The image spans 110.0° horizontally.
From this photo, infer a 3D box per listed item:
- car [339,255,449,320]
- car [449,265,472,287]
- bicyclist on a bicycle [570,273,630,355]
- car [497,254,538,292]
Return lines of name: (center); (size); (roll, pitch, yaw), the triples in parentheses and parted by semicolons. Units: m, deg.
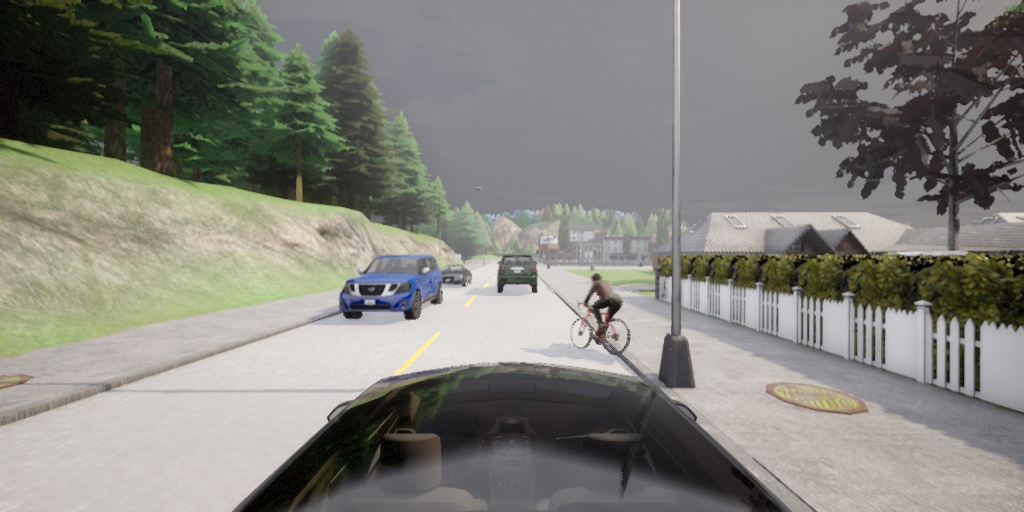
car: (-3.975, 0.961, 12.878); (2.150, 2.045, 5.566); (0, 0, 1)
car: (-3.823, 1.288, 23.782); (1.994, 1.385, 4.181); (0, 0, 2)
bicyclist on a bicycle: (1.786, 1.152, 7.372); (0.582, 1.620, 1.656); (15, -14, -30)
car: (0.316, 0.941, 20.926); (2.150, 2.045, 5.566); (0, -1, 1)
